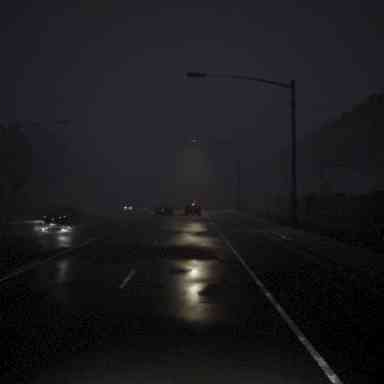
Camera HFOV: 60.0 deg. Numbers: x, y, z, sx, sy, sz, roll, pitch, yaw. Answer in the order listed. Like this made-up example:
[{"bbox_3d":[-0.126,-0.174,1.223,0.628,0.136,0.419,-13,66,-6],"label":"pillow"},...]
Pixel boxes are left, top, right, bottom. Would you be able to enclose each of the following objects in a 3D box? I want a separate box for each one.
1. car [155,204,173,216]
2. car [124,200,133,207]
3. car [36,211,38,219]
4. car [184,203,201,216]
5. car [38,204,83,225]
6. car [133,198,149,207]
[{"bbox_3d":[-3.417,2.140,40.725,1.994,1.385,4.181,0,-1,0],"label":"car"},{"bbox_3d":[-14.031,2.494,74.827,2.128,1.511,4.902,0,-1,0],"label":"car"},{"bbox_3d":[-14.108,1.987,33.928,1.837,1.490,4.892,0,-1,0],"label":"car"},{"bbox_3d":[0.083,2.064,40.519,2.128,1.511,4.902,0,-1,0],"label":"car"},{"bbox_3d":[-10.610,1.900,27.754,1.837,1.490,4.892,0,-1,0],"label":"car"},{"bbox_3d":[-10.530,2.225,71.453,2.150,2.045,5.566,0,-1,0],"label":"car"}]
